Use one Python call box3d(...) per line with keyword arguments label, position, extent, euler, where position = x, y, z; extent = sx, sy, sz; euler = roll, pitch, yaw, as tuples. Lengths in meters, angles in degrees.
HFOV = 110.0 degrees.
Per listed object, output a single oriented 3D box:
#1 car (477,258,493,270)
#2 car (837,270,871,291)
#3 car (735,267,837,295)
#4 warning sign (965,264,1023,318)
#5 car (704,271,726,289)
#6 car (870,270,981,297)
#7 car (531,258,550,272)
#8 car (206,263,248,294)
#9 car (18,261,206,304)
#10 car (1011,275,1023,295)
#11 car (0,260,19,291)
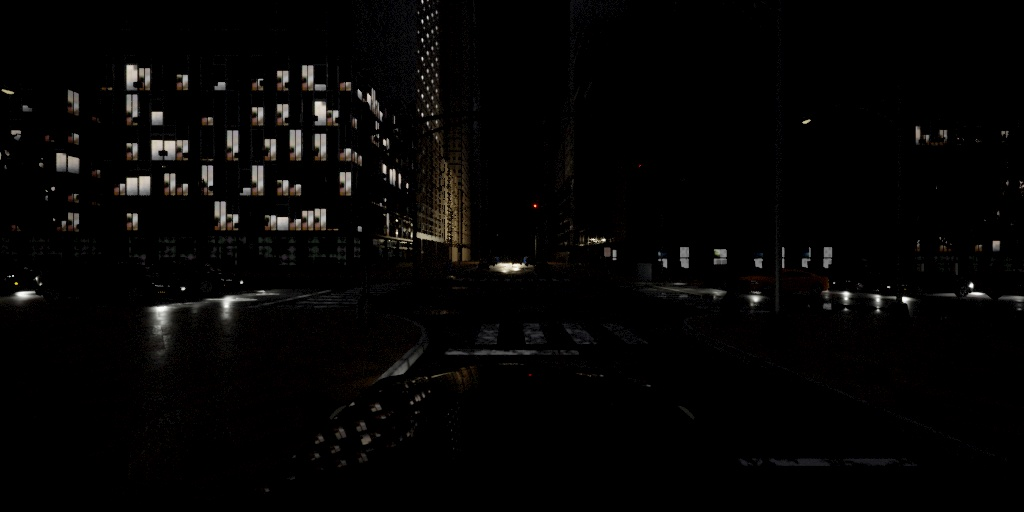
box3d(label="car", position=(-4.086, 1.343, 52.087), extent=(1.802, 1.307, 4.207), euler=(0, 0, 0))
box3d(label="car", position=(25.618, 1.740, 25.929), extent=(4.892, 1.490, 1.837), euler=(1, 0, -3))
box3d(label="car", position=(16.729, 1.554, 22.252), extent=(5.008, 1.535, 1.882), euler=(1, 0, -3))
box3d(label="warning sign", position=(17.262, 1.204, 12.818), extent=(1.060, 1.860, 1.300), euler=(0, 0, -3))
box3d(label="car", position=(16.320, 1.546, 25.487), extent=(5.008, 1.535, 1.882), euler=(1, 0, -3))
box3d(label="car", position=(26.129, 1.750, 22.700), extent=(4.892, 1.490, 1.837), euler=(1, 0, -3))
box3d(label="car", position=(3.873, 1.329, 46.604), extent=(1.948, 1.339, 4.313), euler=(0, 0, 0))
box3d(label="car", position=(-15.524, 0.995, 17.264), extent=(4.892, 1.490, 1.837), euler=(1, 0, -3))
box3d(label="car", position=(-15.373, 0.998, 14.018), extent=(4.892, 1.490, 1.837), euler=(1, 0, -3))
box3d(label="car", position=(35.916, 2.021, 23.158), extent=(4.718, 1.301, 1.895), euler=(1, 0, -3))
box3d(label="car", position=(-24.429, 0.891, 16.844), extent=(4.181, 1.385, 1.994), euler=(1, 0, -3))
